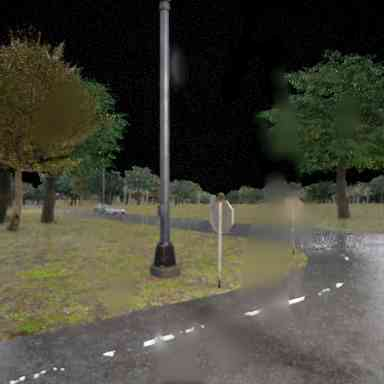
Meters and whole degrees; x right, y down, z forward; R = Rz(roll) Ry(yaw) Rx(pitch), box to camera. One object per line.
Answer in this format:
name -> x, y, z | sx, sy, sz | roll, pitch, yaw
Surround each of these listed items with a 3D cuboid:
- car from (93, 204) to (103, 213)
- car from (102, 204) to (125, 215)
car -> -16.667, 2.965, 61.256 | 2.097, 1.767, 4.553 | 2, -2, -34
car -> -12.944, 3.100, 55.733 | 1.895, 1.301, 4.718 | 2, -2, -34
